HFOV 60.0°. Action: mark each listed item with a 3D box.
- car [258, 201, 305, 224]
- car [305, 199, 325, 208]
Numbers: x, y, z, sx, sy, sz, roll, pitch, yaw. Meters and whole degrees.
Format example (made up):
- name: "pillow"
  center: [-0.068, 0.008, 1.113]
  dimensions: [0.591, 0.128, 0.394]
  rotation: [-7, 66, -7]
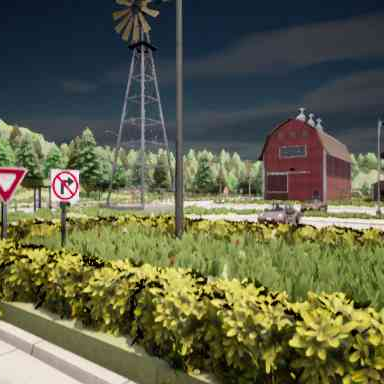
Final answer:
- name: "car"
  center: [5.957, 1.469, 22.515]
  dimensions: [1.784, 1.438, 3.905]
  rotation: [0, 0, 35]
- name: "car"
  center: [12.382, 1.456, 33.724]
  dimensions: [1.816, 1.474, 4.193]
  rotation: [0, 0, 35]
